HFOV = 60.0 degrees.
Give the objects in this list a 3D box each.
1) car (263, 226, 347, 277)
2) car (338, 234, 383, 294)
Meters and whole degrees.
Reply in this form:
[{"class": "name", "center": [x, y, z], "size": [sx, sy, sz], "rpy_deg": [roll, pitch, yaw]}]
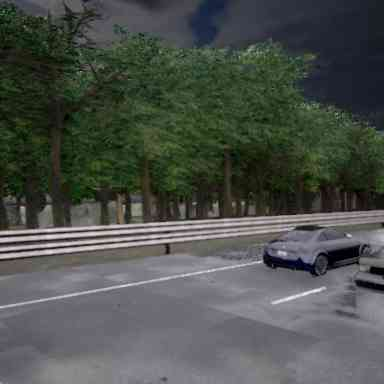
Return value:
[{"class": "car", "center": [4.348, 1.850, 11.336], "size": [4.181, 1.385, 1.994], "rpy_deg": [1, -2, -37]}, {"class": "car", "center": [6.124, 1.727, 8.294], "size": [5.357, 1.411, 2.033], "rpy_deg": [1, -2, -37]}]
